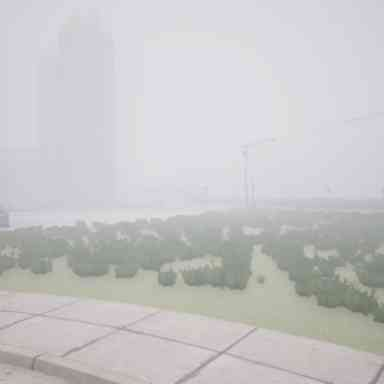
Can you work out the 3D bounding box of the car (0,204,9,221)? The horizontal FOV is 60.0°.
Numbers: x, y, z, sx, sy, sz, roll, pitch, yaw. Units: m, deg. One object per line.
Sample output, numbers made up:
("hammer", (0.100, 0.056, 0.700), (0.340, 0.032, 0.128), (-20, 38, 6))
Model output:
("car", (-13.902, 1.619, 22.771), (2.242, 1.667, 4.611), (-1, 0, -36))
